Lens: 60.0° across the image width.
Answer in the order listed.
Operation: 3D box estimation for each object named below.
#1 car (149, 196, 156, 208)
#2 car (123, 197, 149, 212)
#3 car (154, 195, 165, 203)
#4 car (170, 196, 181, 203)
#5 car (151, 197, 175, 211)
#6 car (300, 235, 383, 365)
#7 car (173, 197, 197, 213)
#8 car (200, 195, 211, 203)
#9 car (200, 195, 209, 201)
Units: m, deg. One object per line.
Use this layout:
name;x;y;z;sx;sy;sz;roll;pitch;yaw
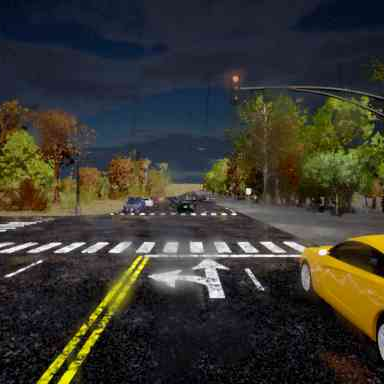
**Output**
car;-6.746;1.528;48.256;1.812;1.442;4.674;0;0;0
car;-6.712;1.353;39.271;2.097;1.767;4.553;0;0;0
car;-6.701;1.484;68.953;1.882;1.535;5.008;0;0;0
car;-3.449;1.544;69.647;2.033;1.411;5.357;0;0;0
car;-3.465;1.602;40.116;1.895;1.301;4.718;0;0;0
car;3.346;1.444;5.477;1.882;1.535;5.008;0;1;0
car;-0.566;1.565;37.955;1.994;1.385;4.181;0;0;5
car;3.068;1.503;71.556;2.128;1.511;4.902;0;0;0
car;3.016;1.457;81.711;2.033;1.411;5.357;0;0;0
